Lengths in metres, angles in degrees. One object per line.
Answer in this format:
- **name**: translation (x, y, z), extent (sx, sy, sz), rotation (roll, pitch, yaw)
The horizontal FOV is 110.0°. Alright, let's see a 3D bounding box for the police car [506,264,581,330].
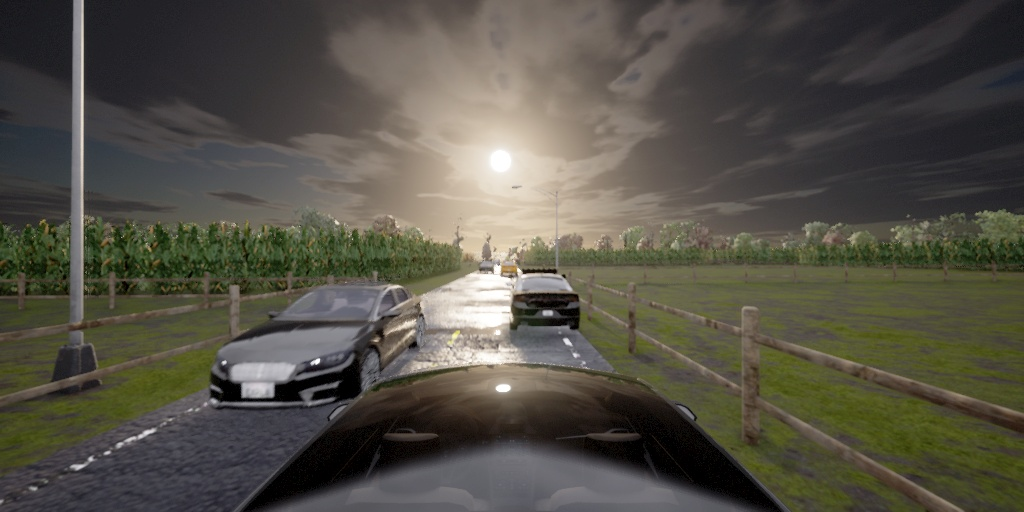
- **police car**: translation (0.859, 1.222, 11.452), extent (1.930, 1.638, 5.238), rotation (0, 0, -1)

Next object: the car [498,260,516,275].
- **car**: translation (-0.348, 1.407, 41.637), extent (1.882, 1.535, 5.008), rotation (0, 0, 0)

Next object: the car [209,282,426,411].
- **car**: translation (-2.900, 1.265, 6.509), extent (2.128, 1.511, 4.902), rotation (0, 0, -1)

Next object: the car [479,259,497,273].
- **car**: translation (-3.342, 1.429, 47.653), extent (1.882, 1.535, 5.008), rotation (0, 0, -1)
